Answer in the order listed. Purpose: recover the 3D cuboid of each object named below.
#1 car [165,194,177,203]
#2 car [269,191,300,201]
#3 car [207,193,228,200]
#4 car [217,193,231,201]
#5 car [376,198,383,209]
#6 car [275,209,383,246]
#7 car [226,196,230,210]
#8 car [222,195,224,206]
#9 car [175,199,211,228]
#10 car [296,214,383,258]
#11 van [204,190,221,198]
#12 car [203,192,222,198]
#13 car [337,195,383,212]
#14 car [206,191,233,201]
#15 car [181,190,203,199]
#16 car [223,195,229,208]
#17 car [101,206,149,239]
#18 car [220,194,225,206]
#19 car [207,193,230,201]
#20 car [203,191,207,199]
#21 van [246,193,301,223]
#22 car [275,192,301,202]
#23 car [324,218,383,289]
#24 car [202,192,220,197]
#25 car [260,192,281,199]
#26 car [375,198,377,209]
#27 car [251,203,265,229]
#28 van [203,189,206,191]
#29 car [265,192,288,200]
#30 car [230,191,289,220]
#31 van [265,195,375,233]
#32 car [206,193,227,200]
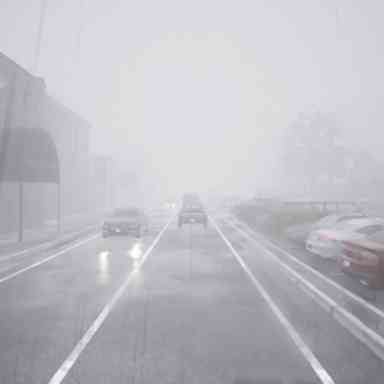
[{"bbox_3d":[-3.655,1.144,59.194,2.128,1.511,4.902,0,1,0],"label":"car"},{"bbox_3d":[18.719,0.833,67.719,5.566,2.045,2.435,0,1,0],"label":"car"},{"bbox_3d":[5.580,1.049,73.215,4.674,1.452,2.002,0,1,0],"label":"car"},{"bbox_3d":[5.982,1.270,41.674,4.792,1.488,2.163,0,1,0],"label":"car"},{"bbox_3d":[18.582,1.405,27.626,4.892,1.521,2.231,0,1,0],"label":"car"},{"bbox_3d":[6.045,1.581,13.405,4.674,1.452,2.002,0,0,0],"label":"car"},{"bbox_3d":[5.984,1.372,30.370,5.008,1.535,2.097,0,1,0],"label":"car"},{"bbox_3d":[5.973,1.346,36.022,4.674,1.452,2.002,0,1,0],"label":"car"},{"bbox_3d":[0.036,1.484,22.294,2.128,1.511,4.902,0,0,0],"label":"car"},{"bbox_3d":[6.049,1.569,10.570,4.674,1.452,2.002,0,0,0],"label":"car"},{"bbox_3d":[5.380,0.595,87.125,4.442,1.987,1.878,0,1,0],"label":"van"},{"bbox_3d":[5.474,0.783,89.912,4.892,1.521,2.231,0,1,0],"label":"car"},{"bbox_3d":[18.519,1.180,36.096,4.553,1.767,2.185,0,1,0],"label":"car"},{"bbox_3d":[5.641,1.160,65.008,4.674,1.452,2.002,1,1,0],"label":"car"},{"bbox_3d":[-0.091,1.075,40.543,2.150,2.045,5.566,0,1,0],"label":"car"},{"bbox_3d":[6.165,1.336,33.197,5.366,1.575,1.946,0,1,0],"label":"car"},{"bbox_3d":[-3.393,1.517,17.629,1.837,1.490,4.892,0,0,0],"label":"car"},{"bbox_3d":[5.964,1.313,38.848,4.674,1.452,2.002,0,1,0],"label":"car"},{"bbox_3d":[5.623,1.076,70.432,4.792,1.488,2.163,0,1,0],"label":"car"},{"bbox_3d":[5.425,1.081,67.647,5.366,1.575,1.946,0,1,0],"label":"car"},{"bbox_3d":[6.132,1.245,21.892,4.442,1.987,1.878,0,1,0],"label":"van"},{"bbox_3d":[18.675,0.996,64.935,4.553,1.767,2.185,0,1,0],"label":"car"},{"bbox_3d":[6.055,1.512,7.745,5.008,1.535,2.097,0,0,0],"label":"car"},{"bbox_3d":[5.454,0.706,95.478,4.892,1.521,2.231,0,1,0],"label":"car"},{"bbox_3d":[18.594,0.808,78.859,4.553,1.767,2.185,0,1,0],"label":"car"},{"bbox_3d":[18.553,1.337,33.398,5.008,1.535,2.097,0,1,0],"label":"car"},{"bbox_3d":[6.027,1.543,19.070,4.674,1.452,2.002,0,1,0],"label":"car"},{"bbox_3d":[5.412,0.668,81.683,4.442,1.987,1.878,0,1,0],"label":"van"},{"bbox_3d":[18.688,0.881,73.415,4.553,1.767,2.185,0,1,0],"label":"car"},{"bbox_3d":[5.979,1.186,24.717,5.566,2.045,2.435,0,1,0],"label":"car"},{"bbox_3d":[6.150,1.305,16.362,4.442,1.987,1.878,0,0,0],"label":"van"},{"bbox_3d":[5.532,1.001,75.997,4.792,1.488,2.163,0,1,0],"label":"car"}]
